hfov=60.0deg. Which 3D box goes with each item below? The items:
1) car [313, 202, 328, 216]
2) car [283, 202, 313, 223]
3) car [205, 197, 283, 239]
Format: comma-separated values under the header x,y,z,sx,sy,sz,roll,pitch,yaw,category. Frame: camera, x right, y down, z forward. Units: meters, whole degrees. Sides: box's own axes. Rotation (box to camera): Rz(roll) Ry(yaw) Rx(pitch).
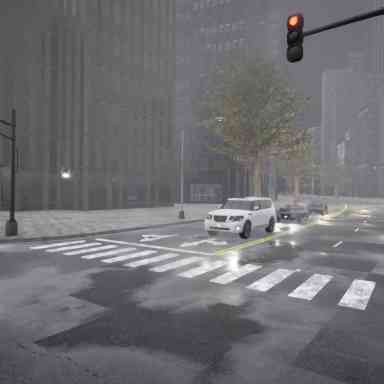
x,y,z,sx,sy,sz,roll,pitch,yaw,category
13.751,1.768,36.475,2.033,1.411,5.357,1,0,29,car
8.155,1.717,26.990,1.994,1.385,4.181,1,0,31,car
2.889,1.311,18.534,2.150,2.045,5.566,1,0,35,car
